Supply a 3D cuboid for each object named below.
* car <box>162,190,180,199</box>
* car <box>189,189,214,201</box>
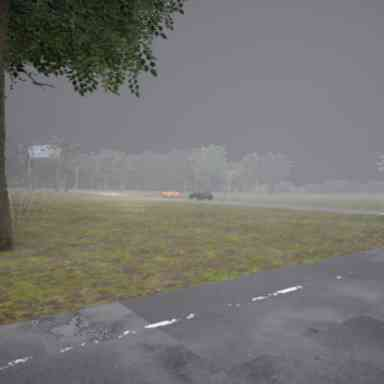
[{"bbox_3d":[-4.348,0.398,68.869,2.097,1.767,4.553,2,0,-35],"label":"car"},{"bbox_3d":[1.647,0.540,60.423,2.150,2.045,5.566,2,0,-35],"label":"car"}]
